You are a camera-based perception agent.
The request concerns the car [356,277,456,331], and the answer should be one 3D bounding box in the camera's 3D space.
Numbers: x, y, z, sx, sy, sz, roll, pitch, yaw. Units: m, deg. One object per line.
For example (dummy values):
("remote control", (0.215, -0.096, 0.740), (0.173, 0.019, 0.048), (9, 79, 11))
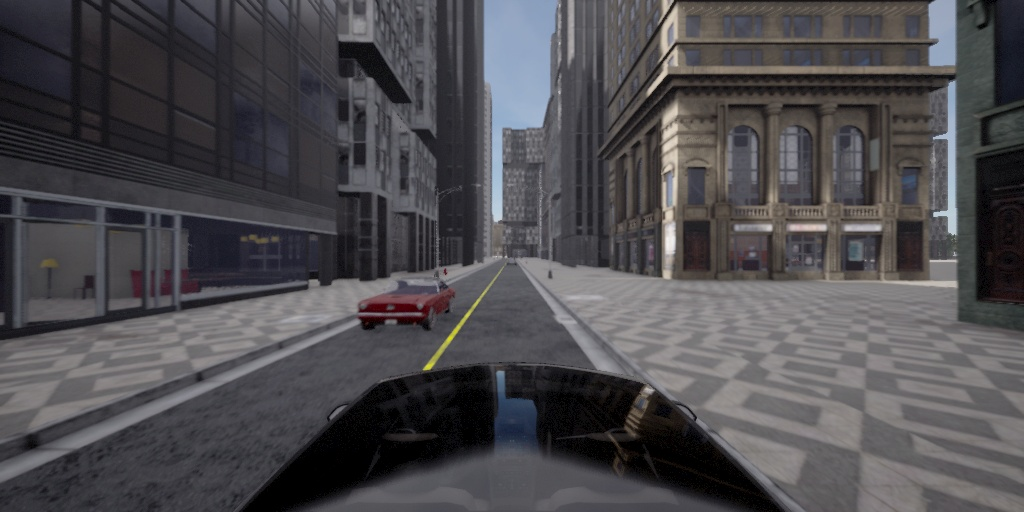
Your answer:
("car", (-3.021, 1.353, 11.184), (1.895, 1.301, 4.718), (0, 0, 0))
